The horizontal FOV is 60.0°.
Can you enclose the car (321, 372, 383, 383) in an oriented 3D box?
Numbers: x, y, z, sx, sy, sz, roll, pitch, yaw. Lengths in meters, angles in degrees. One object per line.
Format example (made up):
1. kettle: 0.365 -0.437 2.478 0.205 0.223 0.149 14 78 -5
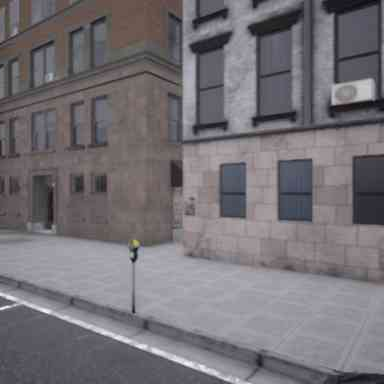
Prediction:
1. car: 2.345 1.565 1.136 4.313 1.339 1.947 0 0 36
